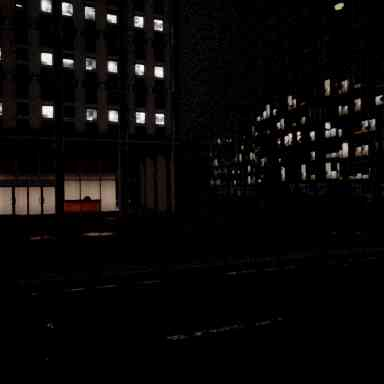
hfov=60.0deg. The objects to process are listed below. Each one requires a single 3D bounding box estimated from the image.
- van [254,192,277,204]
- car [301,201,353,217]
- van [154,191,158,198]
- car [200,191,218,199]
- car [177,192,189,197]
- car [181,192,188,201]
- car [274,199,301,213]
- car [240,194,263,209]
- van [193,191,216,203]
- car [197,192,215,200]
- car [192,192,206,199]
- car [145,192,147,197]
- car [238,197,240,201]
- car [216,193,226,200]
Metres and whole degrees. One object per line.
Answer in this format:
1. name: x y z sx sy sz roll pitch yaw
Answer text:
1. van: 11.857 0.870 53.722 1.690 1.788 3.998 0 1 -21
2. car: 12.086 1.434 29.453 1.947 1.339 4.313 0 1 -21
3. van: -8.215 0.687 82.537 1.690 1.788 3.998 0 1 -21
4. car: 3.689 0.633 74.938 2.192 1.841 5.009 0 1 -21
5. car: -2.437 0.709 90.852 2.008 1.369 4.403 0 1 -21
6. car: -2.089 1.056 66.627 2.008 1.369 4.403 0 1 -21
7. car: 10.060 1.399 34.765 1.802 1.307 4.206 0 1 -21
8. car: 8.072 1.331 40.090 1.947 1.339 4.313 0 1 -21
9. van: 1.996 0.952 56.017 1.690 1.788 3.998 0 1 -21
10. car: 2.864 0.879 69.858 1.882 1.535 5.008 -1 1 -21
11. car: 1.647 0.705 80.243 1.967 1.590 4.097 0 1 -21
12. car: -10.257 0.732 87.841 1.967 1.590 4.097 0 1 -21
13. car: 9.817 1.059 59.029 1.802 1.307 4.206 0 1 -21
14. car: 5.732 0.953 69.637 1.802 1.307 4.206 0 1 -21
